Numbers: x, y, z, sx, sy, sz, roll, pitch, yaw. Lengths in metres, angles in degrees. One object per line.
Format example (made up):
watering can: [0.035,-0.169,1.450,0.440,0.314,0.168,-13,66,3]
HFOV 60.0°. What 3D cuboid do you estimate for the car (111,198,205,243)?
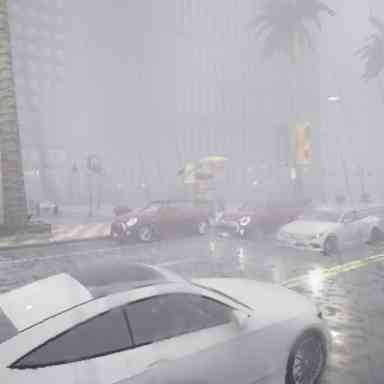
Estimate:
car: [-1.395,1.175,15.327,4.553,1.767,2.185,-2,1,-36]

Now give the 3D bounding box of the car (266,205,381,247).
car: [5.052,1.271,11.980,4.674,1.442,1.812,-2,1,-36]

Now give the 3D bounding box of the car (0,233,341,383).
car: [-0.532,1.492,3.399,4.674,1.442,1.812,-2,1,-36]

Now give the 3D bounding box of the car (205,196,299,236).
car: [3.153,1.093,14.927,4.553,1.767,2.097,-2,1,-36]
